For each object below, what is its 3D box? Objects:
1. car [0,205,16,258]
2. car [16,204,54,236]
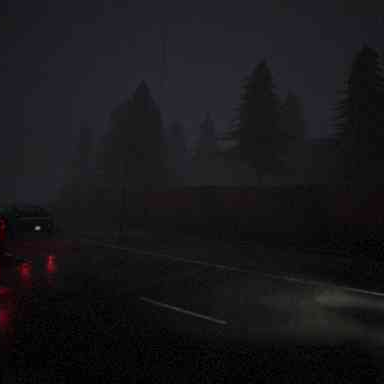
[{"bbox_3d":[-8.066,1.124,11.050,5.566,2.045,2.150,1,0,44],"label":"car"},{"bbox_3d":[-8.560,1.371,16.561,2.128,1.511,4.902,0,0,-44],"label":"car"}]
